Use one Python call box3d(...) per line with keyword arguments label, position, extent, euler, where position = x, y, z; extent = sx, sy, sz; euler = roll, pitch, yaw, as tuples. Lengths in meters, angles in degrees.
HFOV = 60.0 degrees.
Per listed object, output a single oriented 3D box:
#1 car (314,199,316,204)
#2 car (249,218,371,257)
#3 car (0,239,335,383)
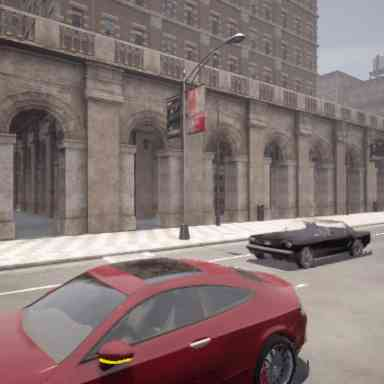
box3d(label="car", position=(20.450, 1.595, 60.727), extent=(1.895, 1.301, 4.718), euler=(0, 0, -37))
box3d(label="car", position=(4.068, 1.601, 11.335), extent=(4.718, 1.301, 1.895), euler=(0, 0, -36))
box3d(label="car", position=(-0.653, 1.525, 3.529), extent=(4.674, 1.442, 1.812), euler=(0, 0, -36))
